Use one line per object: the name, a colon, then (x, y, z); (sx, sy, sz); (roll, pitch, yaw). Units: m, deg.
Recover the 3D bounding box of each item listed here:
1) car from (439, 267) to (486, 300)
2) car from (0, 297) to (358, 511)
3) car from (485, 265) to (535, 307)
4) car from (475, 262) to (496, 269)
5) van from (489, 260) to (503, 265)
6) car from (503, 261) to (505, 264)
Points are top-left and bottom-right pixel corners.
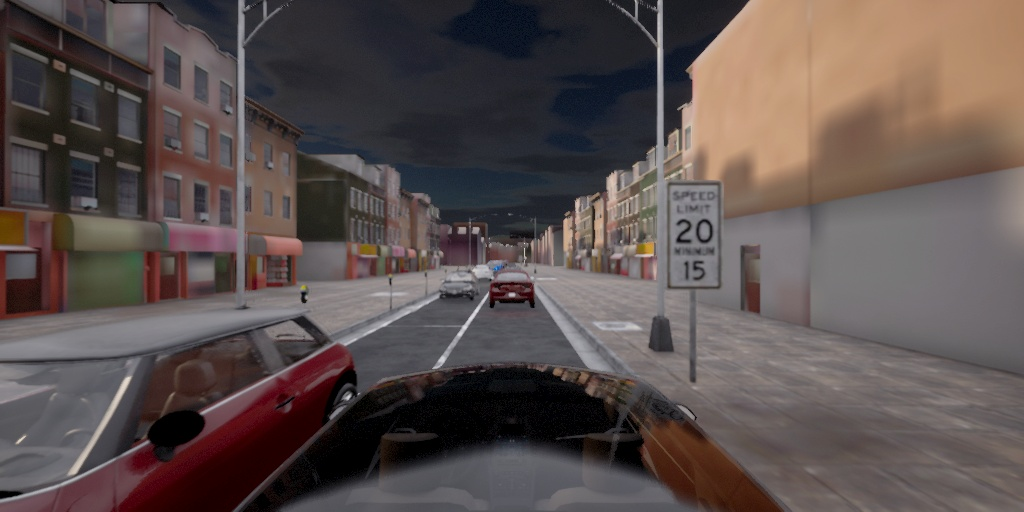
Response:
car: (-2.628, 1.458, 18.541); (2.007, 1.370, 4.403); (0, 0, 0)
car: (-2.638, 1.195, 2.240); (1.967, 1.591, 4.097); (0, 0, 0)
car: (0.015, 1.365, 16.328); (1.882, 1.535, 5.008); (0, 0, 0)
car: (-2.733, 1.573, 33.005); (1.812, 1.442, 4.674); (0, -1, 0)
van: (-2.610, 1.568, 51.143); (1.690, 1.789, 3.998); (0, 0, 0)
car: (-2.607, 1.848, 56.576); (1.948, 1.339, 4.313); (0, 0, 0)
